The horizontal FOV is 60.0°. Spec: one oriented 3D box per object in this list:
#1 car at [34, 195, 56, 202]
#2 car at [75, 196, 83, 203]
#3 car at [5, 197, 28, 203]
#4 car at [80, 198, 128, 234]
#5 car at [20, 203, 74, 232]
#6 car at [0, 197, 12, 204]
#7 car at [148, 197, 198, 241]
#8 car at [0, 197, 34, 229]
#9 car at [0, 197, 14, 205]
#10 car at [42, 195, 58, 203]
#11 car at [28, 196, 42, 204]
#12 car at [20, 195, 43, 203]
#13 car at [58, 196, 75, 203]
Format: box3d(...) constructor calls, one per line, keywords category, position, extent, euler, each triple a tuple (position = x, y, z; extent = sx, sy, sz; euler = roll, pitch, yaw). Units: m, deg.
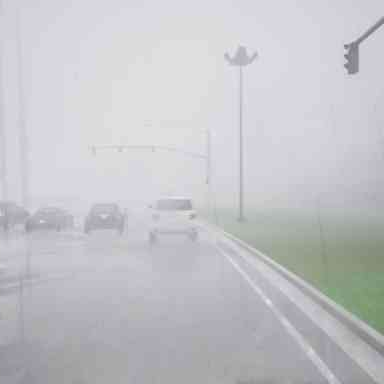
box3d(category="car", position=(-33.574, 1.525, 76.098), extent=(5.008, 1.535, 1.882), euler=(0, 0, 26))
box3d(category="car", position=(-24.645, 1.646, 70.374), extent=(5.357, 1.411, 2.033), euler=(0, 0, 37))
box3d(category="car", position=(-36.852, 1.659, 69.913), extent=(4.718, 1.301, 1.895), euler=(0, 0, 26))
box3d(category="car", position=(-4.975, 1.378, 19.837), extent=(2.097, 1.767, 4.553), euler=(0, 0, -7))
box3d(category="car", position=(-8.585, 1.597, 20.374), extent=(1.994, 1.385, 4.181), euler=(0, 0, -8))
box3d(category="car", position=(-38.853, 1.669, 66.995), extent=(4.718, 1.301, 1.895), euler=(0, 0, 23))
box3d(category="car", position=(-1.040, 1.238, 16.913), extent=(2.150, 2.045, 5.566), euler=(0, 0, -7))
box3d(category="car", position=(-12.337, 1.393, 21.714), extent=(2.097, 1.767, 4.553), euler=(0, 0, -9))
box3d(category="car", position=(-34.815, 1.656, 60.532), extent=(5.357, 1.411, 2.033), euler=(0, 0, 33))
box3d(category="car", position=(-28.593, 1.660, 64.577), extent=(4.181, 1.385, 1.994), euler=(0, 0, 37))
box3d(category="car", position=(-30.195, 1.610, 61.383), extent=(4.892, 1.490, 1.837), euler=(0, 0, 40))
box3d(category="car", position=(-35.200, 1.532, 72.999), extent=(5.008, 1.535, 1.882), euler=(0, 0, 26))
box3d(category="car", position=(-26.533, 1.606, 67.400), extent=(4.892, 1.490, 1.837), euler=(0, 0, 37))
